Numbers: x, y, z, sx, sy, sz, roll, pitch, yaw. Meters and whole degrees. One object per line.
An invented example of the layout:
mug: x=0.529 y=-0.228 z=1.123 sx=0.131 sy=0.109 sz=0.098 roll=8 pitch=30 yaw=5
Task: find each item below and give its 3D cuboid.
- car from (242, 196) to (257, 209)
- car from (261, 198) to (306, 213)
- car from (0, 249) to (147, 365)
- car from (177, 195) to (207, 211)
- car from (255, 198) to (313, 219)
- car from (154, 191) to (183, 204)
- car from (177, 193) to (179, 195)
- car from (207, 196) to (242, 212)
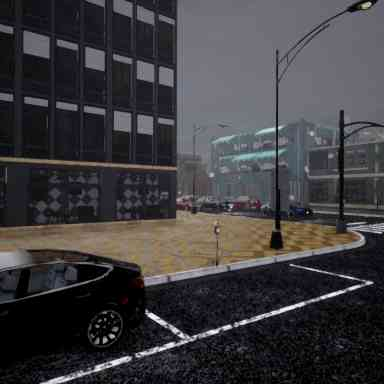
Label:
car: x=6.035 y=1.130 z=38.665 sx=1.967 sy=1.590 sz=4.097 roll=1 pitch=0 yaw=-36
car: x=9.311 y=1.340 z=34.189 sx=1.802 sy=1.307 sz=4.206 roll=1 pitch=0 yaw=-36
car: x=-2.715 y=1.566 z=4.618 sx=4.313 sy=1.339 sz=1.947 roll=0 pitch=0 yaw=-35
car: x=-0.728 y=1.231 z=33.712 sx=1.802 sy=1.307 sz=4.206 roll=1 pitch=0 yaw=-36
car: x=7.566 y=1.355 z=26.756 sx=1.994 sy=1.385 sz=4.181 roll=0 pitch=0 yaw=-36
car: x=-3.794 y=0.794 z=52.085 sx=2.192 sy=1.841 sz=5.009 roll=1 pitch=0 yaw=-36
car: x=-3.099 y=1.131 z=41.329 sx=1.994 sy=1.385 sz=4.181 roll=0 pitch=1 yaw=-36
car: x=2.324 y=1.173 z=33.918 sx=2.128 sy=1.511 sz=4.902 roll=0 pitch=1 yaw=-36
